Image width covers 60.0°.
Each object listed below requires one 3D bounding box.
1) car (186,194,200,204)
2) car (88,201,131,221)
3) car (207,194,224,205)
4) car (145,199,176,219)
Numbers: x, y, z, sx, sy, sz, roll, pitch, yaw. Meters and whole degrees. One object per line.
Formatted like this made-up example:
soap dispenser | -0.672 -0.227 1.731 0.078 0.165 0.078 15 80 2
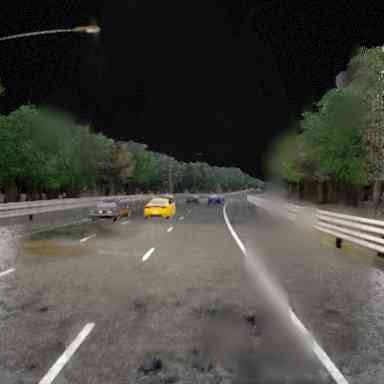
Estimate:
car | 0.171 1.127 53.385 1.837 1.490 4.892 0 0 8
car | -6.044 1.379 25.034 2.033 1.411 5.357 0 1 4
car | 3.407 1.108 50.070 1.882 1.535 5.008 0 0 7
car | -2.488 1.292 26.795 1.882 1.535 5.008 0 1 5
